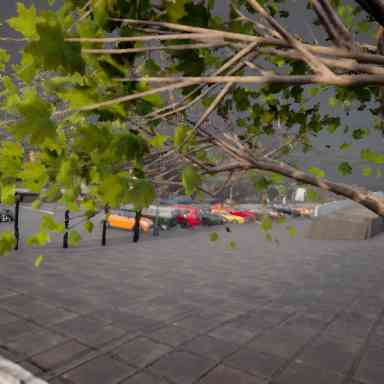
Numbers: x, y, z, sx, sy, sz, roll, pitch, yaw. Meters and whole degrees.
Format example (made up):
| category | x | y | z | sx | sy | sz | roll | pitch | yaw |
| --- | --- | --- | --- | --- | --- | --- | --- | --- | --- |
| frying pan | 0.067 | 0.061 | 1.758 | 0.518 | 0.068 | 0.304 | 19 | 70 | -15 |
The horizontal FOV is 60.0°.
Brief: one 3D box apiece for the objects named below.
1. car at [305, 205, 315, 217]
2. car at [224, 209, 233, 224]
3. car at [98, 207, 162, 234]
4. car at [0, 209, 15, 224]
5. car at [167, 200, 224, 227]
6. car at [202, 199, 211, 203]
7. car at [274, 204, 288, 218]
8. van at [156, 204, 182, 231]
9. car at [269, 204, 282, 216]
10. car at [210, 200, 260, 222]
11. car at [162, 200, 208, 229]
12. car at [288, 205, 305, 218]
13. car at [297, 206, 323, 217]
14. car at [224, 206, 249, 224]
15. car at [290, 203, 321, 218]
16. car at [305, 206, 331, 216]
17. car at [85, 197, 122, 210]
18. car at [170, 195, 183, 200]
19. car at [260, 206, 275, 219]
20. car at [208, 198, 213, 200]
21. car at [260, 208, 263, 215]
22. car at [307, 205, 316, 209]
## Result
| category | x | y | z | sx | sy | sz | roll | pitch | yaw |
| --- | --- | --- | --- | --- | --- | --- | --- | --- | --- |
| car | 19.483 | 3.716 | 61.943 | 5.366 | 1.575 | 1.946 | 7 | 2 | 16 |
| car | 1.779 | 2.825 | 37.642 | 4.674 | 1.452 | 2.002 | 6 | 2 | 16 |
| car | -5.343 | 2.306 | 27.938 | 4.553 | 1.767 | 2.185 | 7 | 2 | 16 |
| car | -15.040 | 1.509 | 23.459 | 2.128 | 1.511 | 4.902 | 6 | 1 | 37 |
| car | 0.076 | 2.452 | 35.189 | 5.566 | 2.045 | 2.435 | 6 | 2 | 16 |
| car | 1.812 | 2.385 | 46.284 | 2.097 | 1.767 | 4.553 | 6 | 2 | 36 |
| car | 12.288 | 3.181 | 52.254 | 4.553 | 1.767 | 2.185 | 7 | 2 | 16 |
| van | -3.618 | 2.287 | 30.368 | 4.442 | 1.987 | 1.878 | 7 | 3 | 16 |
| car | 10.597 | 3.097 | 49.794 | 4.553 | 1.767 | 2.185 | 7 | 2 | 16 |
| car | 5.354 | 2.710 | 42.491 | 5.566 | 2.045 | 2.435 | 6 | 2 | 16 |
| car | -1.753 | 2.359 | 32.765 | 5.566 | 2.045 | 2.435 | 7 | 3 | 16 |
| car | 15.861 | 3.252 | 57.109 | 5.566 | 2.045 | 2.435 | 7 | 2 | 16 |
| car | 24.520 | 4.040 | 69.302 | 4.792 | 1.488 | 2.163 | 7 | 2 | 16 |
| car | 3.724 | 2.888 | 40.021 | 5.366 | 1.575 | 1.946 | 6 | 2 | 16 |
| car | 22.801 | 3.654 | 66.854 | 5.566 | 2.045 | 2.435 | 7 | 2 | 16 |
| car | 28.045 | 4.232 | 74.175 | 5.008 | 1.535 | 2.097 | 7 | 2 | 16 |
| car | -11.379 | 1.488 | 43.079 | 1.994 | 1.385 | 4.181 | 7 | 2 | 36 |
| car | -2.229 | 1.595 | 55.683 | 2.150 | 2.045 | 5.566 | 6 | 2 | 36 |
| car | 8.808 | 3.132 | 47.370 | 4.892 | 1.521 | 2.231 | 7 | 3 | 16 |
| car | 2.978 | 1.977 | 67.962 | 1.882 | 1.535 | 5.008 | 7 | 2 | 36 |
| car | 7.079 | 3.075 | 44.938 | 4.792 | 1.488 | 2.163 | 7 | 2 | 16 |
| car | 20.874 | 3.777 | 64.472 | 5.366 | 1.575 | 1.946 | 7 | 2 | 16 |
